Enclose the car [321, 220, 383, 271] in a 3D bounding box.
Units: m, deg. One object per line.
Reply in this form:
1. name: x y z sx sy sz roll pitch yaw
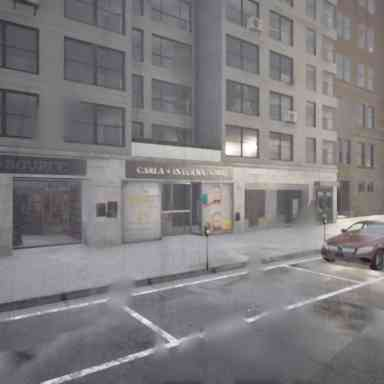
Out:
1. car: 5.952 1.579 10.820 4.206 1.307 1.802 0 0 -36
